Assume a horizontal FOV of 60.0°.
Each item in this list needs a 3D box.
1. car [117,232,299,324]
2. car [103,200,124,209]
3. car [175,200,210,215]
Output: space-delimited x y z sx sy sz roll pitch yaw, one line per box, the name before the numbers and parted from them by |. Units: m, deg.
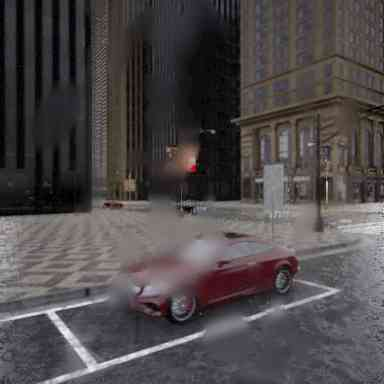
car | 0.532 1.549 7.022 4.206 1.307 1.802 -1 1 -35
car | -12.784 2.011 54.117 1.895 1.301 4.718 0 0 -35
car | 0.013 1.658 35.894 2.128 1.511 4.902 0 -1 -35
